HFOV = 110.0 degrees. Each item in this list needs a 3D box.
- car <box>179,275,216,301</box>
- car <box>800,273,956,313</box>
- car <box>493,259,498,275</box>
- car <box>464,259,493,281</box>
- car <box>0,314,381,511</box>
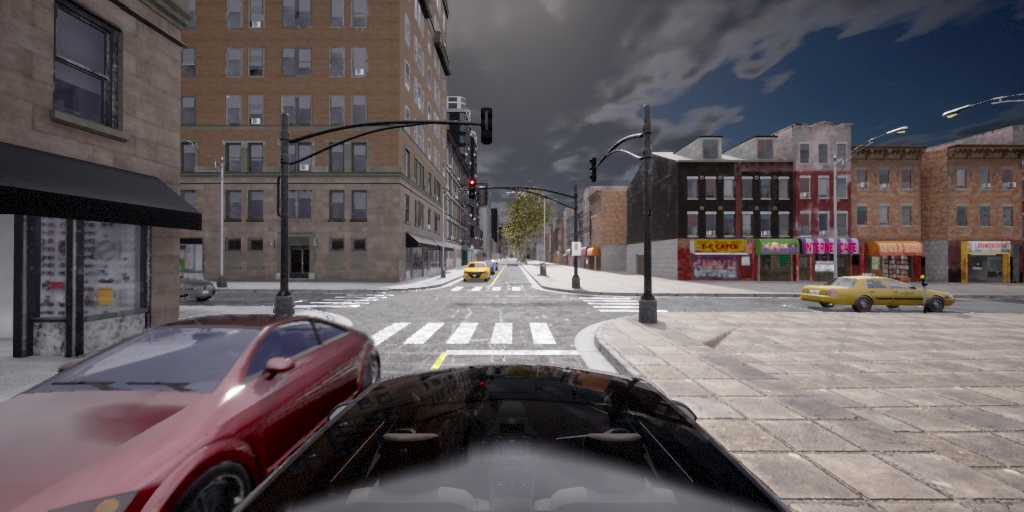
[{"bbox_3d":[-14.763,1.194,14.538,4.674,1.442,1.812,0,0,0],"label":"car"},{"bbox_3d":[13.881,1.346,13.711,4.829,1.417,1.751,0,0,0],"label":"car"},{"bbox_3d":[-2.860,1.209,39.205,1.882,1.535,5.008,0,0,0],"label":"car"},{"bbox_3d":[-2.849,1.214,29.800,1.882,1.535,5.008,0,0,0],"label":"car"},{"bbox_3d":[-2.852,1.314,3.459,1.994,1.385,4.181,0,0,0],"label":"car"}]
